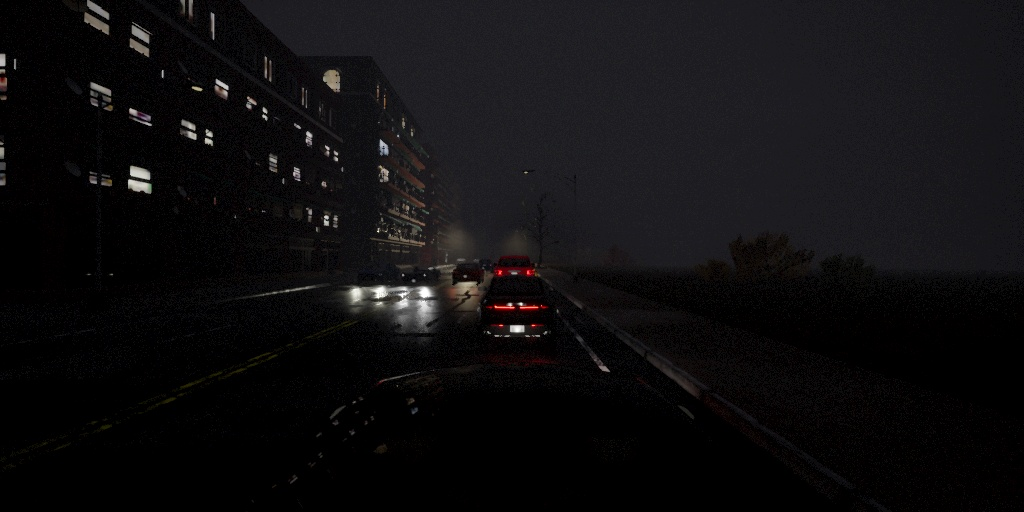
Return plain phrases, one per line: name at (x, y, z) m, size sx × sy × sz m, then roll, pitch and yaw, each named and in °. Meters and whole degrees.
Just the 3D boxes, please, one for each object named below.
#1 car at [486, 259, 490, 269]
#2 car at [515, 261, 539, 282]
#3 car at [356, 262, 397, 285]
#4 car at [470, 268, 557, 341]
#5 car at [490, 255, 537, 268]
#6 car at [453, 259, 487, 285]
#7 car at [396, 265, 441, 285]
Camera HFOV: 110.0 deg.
car at (-3.119, 1.108, 43.692) m, size 2.097 × 1.767 × 4.553 m, roll 0°, pitch 0°, yaw 2°
car at (1.166, 1.209, 30.585) m, size 1.801 × 1.575 × 5.366 m, roll 0°, pitch 0°, yaw 0°
car at (-9.826, 1.231, 26.762) m, size 1.882 × 1.535 × 5.008 m, roll 0°, pitch 0°, yaw 0°
car at (0.110, 1.256, 9.831) m, size 1.837 × 1.490 × 4.892 m, roll 0°, pitch 0°, yaw 0°
car at (0.118, 0.975, 20.178) m, size 2.150 × 2.045 × 5.566 m, roll 0°, pitch 0°, yaw 0°
car at (-3.125, 1.231, 26.384) m, size 1.882 × 1.535 × 5.008 m, roll 0°, pitch 0°, yaw 0°
car at (-6.576, 1.354, 26.197) m, size 1.895 × 1.301 × 4.718 m, roll 0°, pitch 0°, yaw 0°
